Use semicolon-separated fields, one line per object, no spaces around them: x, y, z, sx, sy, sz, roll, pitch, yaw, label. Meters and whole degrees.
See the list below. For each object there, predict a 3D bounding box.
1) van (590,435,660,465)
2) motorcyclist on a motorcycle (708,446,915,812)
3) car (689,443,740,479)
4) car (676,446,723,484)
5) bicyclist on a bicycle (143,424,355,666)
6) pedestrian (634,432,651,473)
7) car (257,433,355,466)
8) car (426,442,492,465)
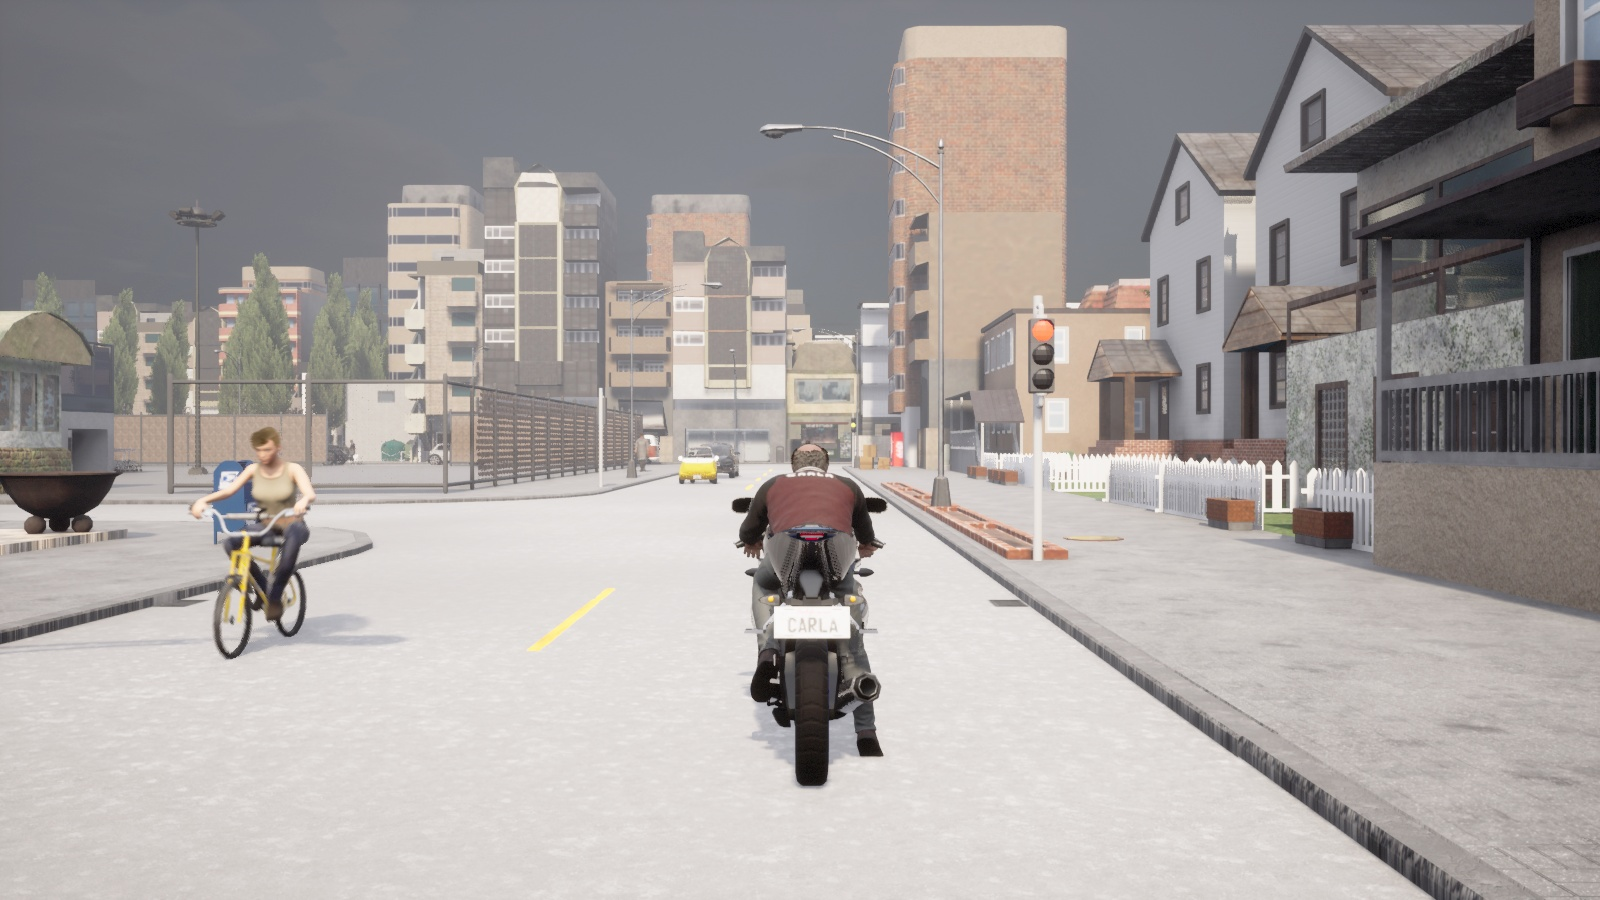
-11.982;-0.026;86.088;4.480;2.038;2.069;0;0;2;van
0.050;0.746;6.352;0.866;1.530;2.191;0;0;0;motorcyclist on a motorcycle
-3.660;0.441;54.512;1.837;1.490;4.892;0;0;1;car
-3.681;0.537;46.247;1.481;1.376;2.207;0;0;1;car
-3.933;0.628;9.115;0.866;1.612;1.509;0;0;0;bicyclist on a bicycle
-7.614;0.108;60.666;0.659;1.952;0.873;0;0;3;pedestrian
-32.284;-0.030;82.213;5.566;2.045;2.150;1;0;1;car
-22.269;0.230;82.157;3.806;1.475;1.970;0;0;1;car
